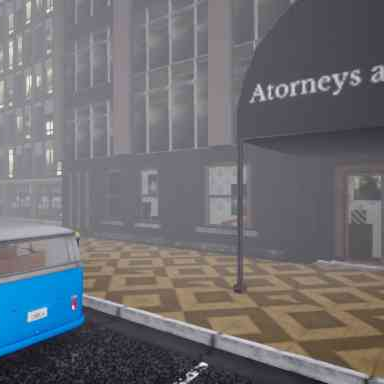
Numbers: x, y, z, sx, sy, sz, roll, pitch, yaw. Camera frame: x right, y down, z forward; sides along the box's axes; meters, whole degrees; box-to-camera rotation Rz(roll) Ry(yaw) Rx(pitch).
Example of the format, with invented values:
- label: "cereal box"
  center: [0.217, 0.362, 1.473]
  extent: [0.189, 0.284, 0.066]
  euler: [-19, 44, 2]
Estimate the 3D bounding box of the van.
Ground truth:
- label: "van"
  center: [-3.497, 1.341, 5.359]
  extent: [3.998, 1.788, 1.690]
  euler: [0, 0, 35]
